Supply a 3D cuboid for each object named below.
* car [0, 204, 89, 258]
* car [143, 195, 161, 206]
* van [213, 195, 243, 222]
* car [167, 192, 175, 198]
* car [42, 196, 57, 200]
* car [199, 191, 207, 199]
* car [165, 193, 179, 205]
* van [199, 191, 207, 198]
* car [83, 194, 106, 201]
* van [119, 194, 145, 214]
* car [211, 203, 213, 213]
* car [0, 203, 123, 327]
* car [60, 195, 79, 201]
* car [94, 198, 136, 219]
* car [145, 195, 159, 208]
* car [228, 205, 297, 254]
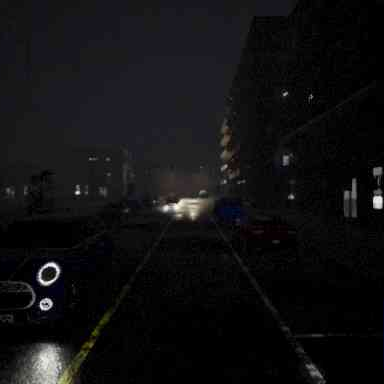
[{"bbox_3d":[-5.633,1.344,12.937,1.967,1.590,4.097,1,0,0],"label":"car"},{"bbox_3d":[-5.602,1.180,46.811,1.887,1.381,4.507,1,0,0],"label":"car"},{"bbox_3d":[2.727,1.159,24.252,1.690,1.788,3.998,1,0,0],"label":"van"},{"bbox_3d":[-5.594,0.793,90.454,1.887,1.381,4.507,1,1,0],"label":"car"},{"bbox_3d":[-26.322,1.027,58.597,4.097,1.590,1.967,0,0,1],"label":"car"},{"bbox_3d":[2.776,0.902,79.322,2.008,1.369,4.403,1,1,0],"label":"car"},{"bbox_3d":[-2.953,1.259,50.288,1.895,1.301,4.718,0,0,0],"label":"car"},{"bbox_3d":[2.784,0.641,84.899,1.690,1.788,3.998,1,1,0],"label":"van"},{"bbox_3d":[-19.655,1.161,67.138,4.403,1.369,2.008,0,0,1],"label":"car"},{"bbox_3d":[-5.616,1.114,29.872,1.690,1.788,3.998,1,0,0],"label":"van"},{"bbox_3d":[2.729,1.339,29.899,1.947,1.339,4.313,1,0,0],"label":"car"},{"bbox_3d":[-3.092,1.299,7.234,2.097,1.767,4.553,0,0,0],"label":"car"},{"bbox_3d":[-25.136,1.201,67.219,4.313,1.339,1.947,0,0,1],"label":"car"},{"bbox_3d":[-5.624,1.362,24.228,1.887,1.381,4.507,1,0,0],"label":"car"},{"bbox_3d":[-5.606,1.121,41.164,1.967,1.590,4.097,1,0,0],"label":"car"},{"bbox_3d":[2.713,1.449,12.962,1.887,1.381,4.507,1,0,0],"label":"car"}]
